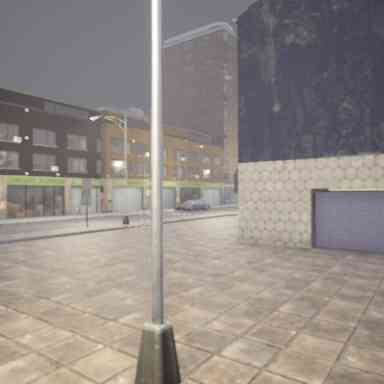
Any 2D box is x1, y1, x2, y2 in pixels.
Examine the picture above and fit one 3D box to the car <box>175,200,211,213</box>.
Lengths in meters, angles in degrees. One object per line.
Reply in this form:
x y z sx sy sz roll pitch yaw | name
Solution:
0.229 1.647 39.041 2.033 1.411 5.357 0 0 36 | car
